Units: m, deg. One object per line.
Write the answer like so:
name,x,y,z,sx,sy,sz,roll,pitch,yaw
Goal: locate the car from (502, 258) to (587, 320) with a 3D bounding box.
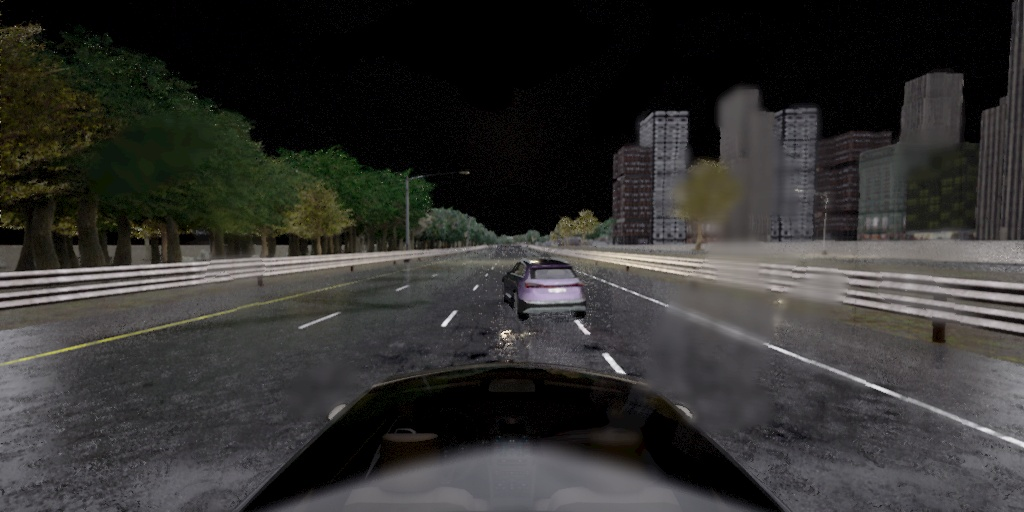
car,0.846,0.868,11.366,2.033,1.649,4.856,-1,2,-8
